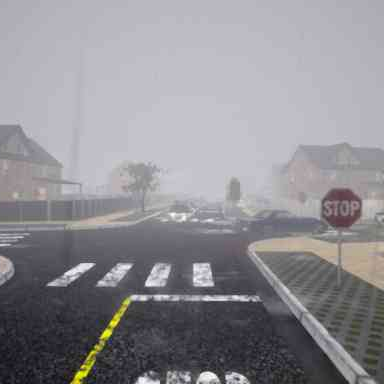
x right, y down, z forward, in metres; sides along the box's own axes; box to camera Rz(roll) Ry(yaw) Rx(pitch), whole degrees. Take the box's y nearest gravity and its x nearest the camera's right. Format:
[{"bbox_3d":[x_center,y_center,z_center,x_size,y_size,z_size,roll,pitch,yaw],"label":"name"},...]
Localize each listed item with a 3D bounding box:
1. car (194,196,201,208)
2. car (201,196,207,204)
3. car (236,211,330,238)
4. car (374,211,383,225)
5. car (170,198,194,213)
[{"bbox_3d":[-0.243,1.532,48.207,2.033,1.411,5.357,0,0,6],"label":"car"},{"bbox_3d":[1.764,1.530,64.064,2.033,1.411,5.357,0,0,9],"label":"car"},{"bbox_3d":[4.871,1.651,17.771,4.718,1.301,1.895,1,0,-15],"label":"car"},{"bbox_3d":[15.323,1.651,23.603,4.902,1.511,2.128,1,0,-15],"label":"car"},{"bbox_3d":[-1.249,1.552,37.350,1.994,1.385,4.181,0,0,5],"label":"car"}]
